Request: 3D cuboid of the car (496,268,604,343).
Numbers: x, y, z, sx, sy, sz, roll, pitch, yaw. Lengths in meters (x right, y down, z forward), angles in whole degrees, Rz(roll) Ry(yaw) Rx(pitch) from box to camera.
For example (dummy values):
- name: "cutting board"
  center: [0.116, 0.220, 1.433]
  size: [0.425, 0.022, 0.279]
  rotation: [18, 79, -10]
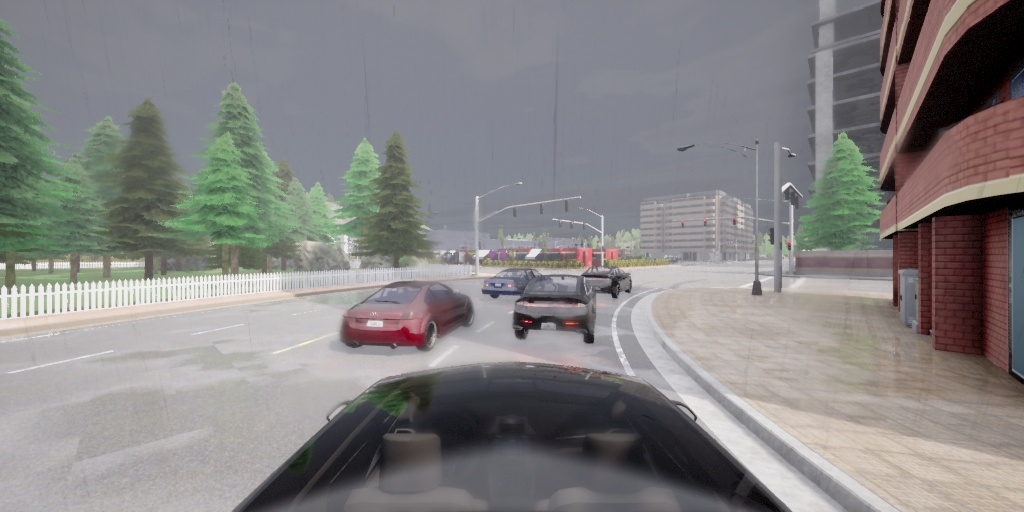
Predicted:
- name: "car"
  center: [1.344, 1.242, 9.777]
  size: [2.128, 1.511, 4.902]
  rotation: [0, 0, 14]

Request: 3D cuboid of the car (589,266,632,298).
- name: "car"
  center: [4.836, 1.236, 18.338]
  size: [2.128, 1.511, 4.902]
  rotation: [1, 1, 29]

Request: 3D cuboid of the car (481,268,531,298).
- name: "car"
  center: [0.463, 1.297, 17.823]
  size: [2.033, 1.411, 5.357]
  rotation: [0, 0, 25]

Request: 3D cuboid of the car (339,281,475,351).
- name: "car"
  center: [-2.365, 1.314, 9.105]
  size: [1.994, 1.385, 4.181]
  rotation: [0, 0, 10]
